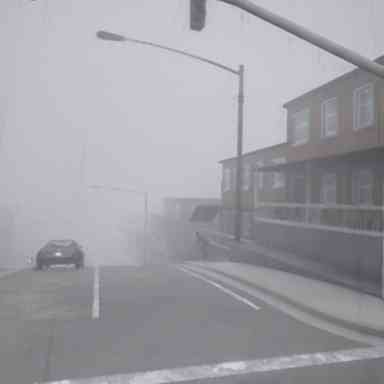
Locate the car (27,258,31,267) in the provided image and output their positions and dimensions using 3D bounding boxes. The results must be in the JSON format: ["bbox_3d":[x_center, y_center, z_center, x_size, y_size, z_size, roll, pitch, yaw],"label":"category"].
[{"bbox_3d":[-15.371,7.135,34.087,2.097,1.767,4.553,2,-14,-15],"label":"car"}]

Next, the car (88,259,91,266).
[{"bbox_3d":[-13.928,8.956,42.148,2.033,1.411,5.357,2,-10,-15],"label":"car"}]

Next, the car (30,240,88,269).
[{"bbox_3d":[-6.530,3.112,16.783,1.994,1.385,4.181,2,-11,-16],"label":"car"}]

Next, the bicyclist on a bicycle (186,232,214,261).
[{"bbox_3d":[0.474,3.081,18.690,1.656,1.620,0.582,2,-9,-15],"label":"bicyclist on a bicycle"}]
